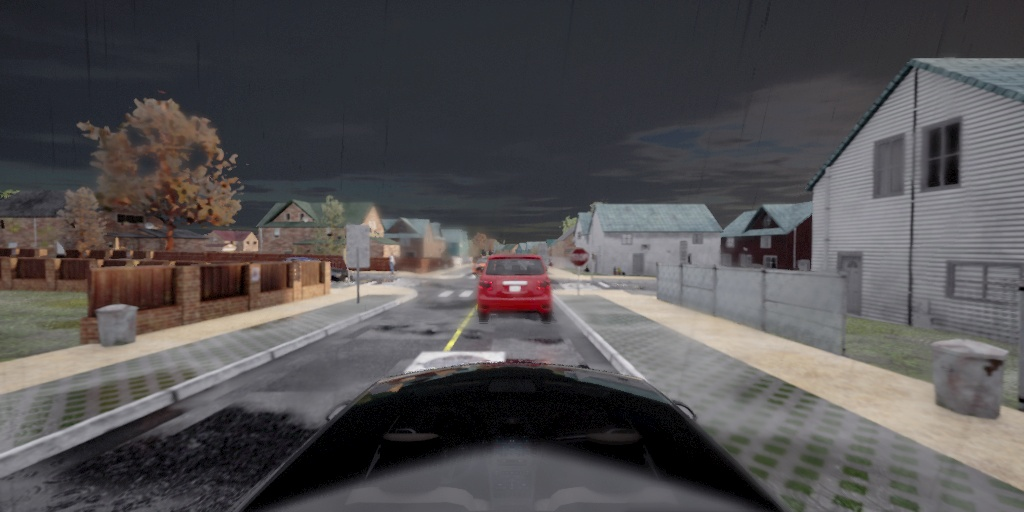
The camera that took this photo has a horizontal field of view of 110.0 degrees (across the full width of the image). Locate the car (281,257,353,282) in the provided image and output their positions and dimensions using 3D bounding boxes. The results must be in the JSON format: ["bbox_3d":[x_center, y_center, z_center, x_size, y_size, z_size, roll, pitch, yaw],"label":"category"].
[{"bbox_3d":[-13.273,1.032,23.201,5.357,1.411,2.033,1,1,2],"label":"car"}]

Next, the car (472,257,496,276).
[{"bbox_3d":[-2.851,1.013,37.285,2.097,1.767,4.553,0,0,0],"label":"car"}]

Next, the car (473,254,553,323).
[{"bbox_3d":[0.102,0.945,12.089,2.150,2.045,5.566,0,0,0],"label":"car"}]

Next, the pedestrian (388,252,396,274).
[{"bbox_3d":[-9.688,0.550,29.030,0.375,1.860,0.375,0,0,1],"label":"pedestrian"}]
